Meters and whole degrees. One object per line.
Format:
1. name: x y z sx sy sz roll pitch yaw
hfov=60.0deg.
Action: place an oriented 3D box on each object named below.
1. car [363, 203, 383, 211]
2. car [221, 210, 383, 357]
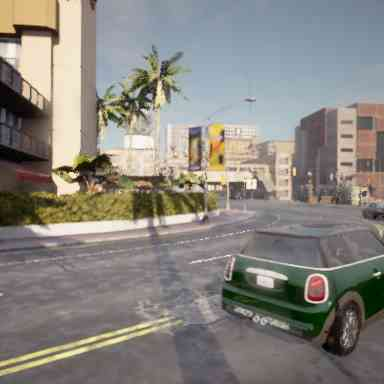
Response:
1. car: 16.748 1.680 29.780 1.812 1.442 4.674 0 0 14
2. car: 2.696 1.382 6.417 4.553 1.767 2.097 0 0 -41
